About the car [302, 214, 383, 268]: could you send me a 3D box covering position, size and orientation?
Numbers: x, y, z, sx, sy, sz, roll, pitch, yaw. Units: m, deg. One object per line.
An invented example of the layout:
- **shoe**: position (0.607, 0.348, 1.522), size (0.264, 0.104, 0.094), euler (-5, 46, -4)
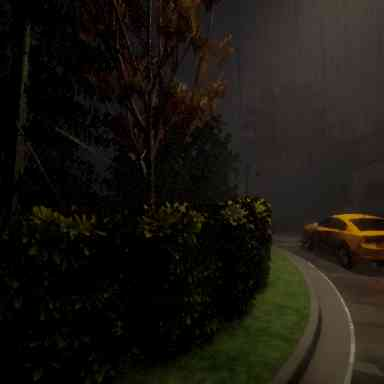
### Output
- **car**: position (5.382, 1.483, 11.282), size (1.882, 1.535, 5.008), euler (0, 0, -1)
